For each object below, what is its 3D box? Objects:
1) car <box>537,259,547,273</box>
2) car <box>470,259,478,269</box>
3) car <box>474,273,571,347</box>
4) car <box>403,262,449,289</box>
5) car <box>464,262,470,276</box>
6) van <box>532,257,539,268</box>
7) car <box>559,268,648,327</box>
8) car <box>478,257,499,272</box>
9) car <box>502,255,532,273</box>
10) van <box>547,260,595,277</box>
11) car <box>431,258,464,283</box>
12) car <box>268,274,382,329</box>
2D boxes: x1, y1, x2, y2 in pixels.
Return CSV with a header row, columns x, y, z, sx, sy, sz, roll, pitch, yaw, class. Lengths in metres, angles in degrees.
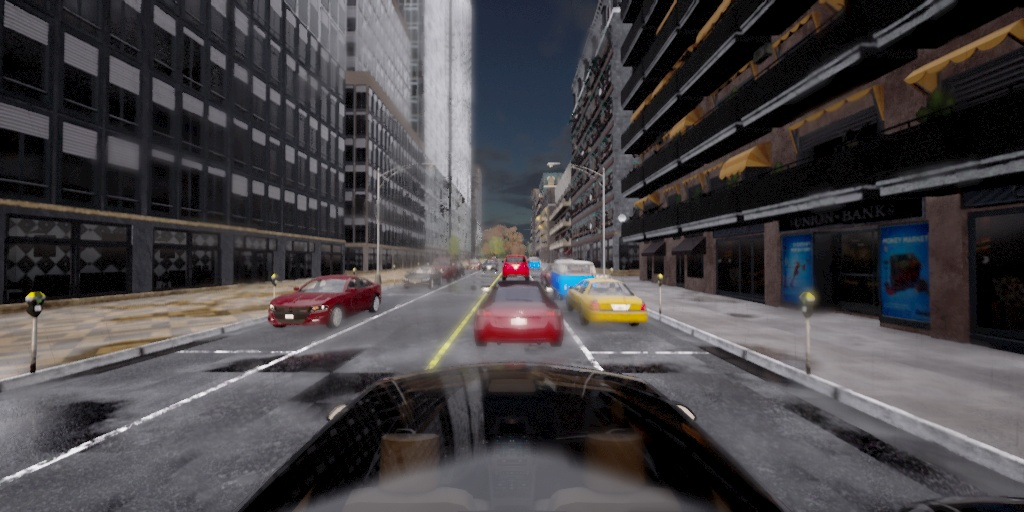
x,y,z,sx,sy,sz,roll,pitch,yaw,class
2.854,1.179,22.566,1.967,1.591,4.097,0,0,0,car
-5.305,1.166,50.911,1.967,1.591,4.097,0,0,0,car
0.157,1.310,9.318,1.994,1.385,4.181,0,0,0,car
-5.527,1.290,22.625,2.007,1.370,4.403,0,0,0,car
-5.438,1.300,33.939,1.948,1.339,4.313,0,0,0,car
3.076,1.068,50.852,1.690,1.789,3.998,0,0,0,van
2.766,1.271,11.422,1.751,1.417,4.829,0,0,0,car
-2.685,1.222,45.162,2.128,1.511,4.902,0,0,1,car
0.318,0.958,30.069,2.150,2.045,5.566,0,0,1,car
2.809,1.083,16.909,1.690,1.789,3.998,0,0,0,van
-5.483,1.052,28.282,2.192,1.841,5.009,0,0,0,car
-5.616,1.290,11.311,1.888,1.381,4.507,0,0,0,car
